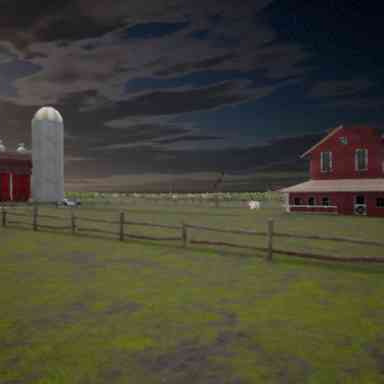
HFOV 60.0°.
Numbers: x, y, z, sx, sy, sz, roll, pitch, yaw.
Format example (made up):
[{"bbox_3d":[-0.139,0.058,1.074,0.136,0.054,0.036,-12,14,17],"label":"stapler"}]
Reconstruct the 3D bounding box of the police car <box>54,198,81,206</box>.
[{"bbox_3d":[-24.379,2.018,65.000,2.038,1.542,4.974,0,-1,35],"label":"police car"}]
